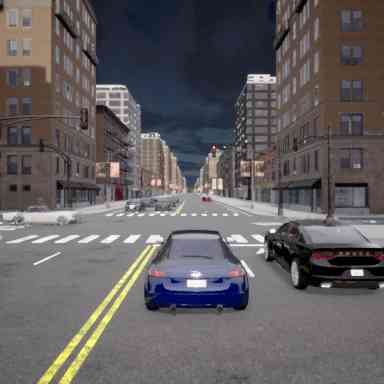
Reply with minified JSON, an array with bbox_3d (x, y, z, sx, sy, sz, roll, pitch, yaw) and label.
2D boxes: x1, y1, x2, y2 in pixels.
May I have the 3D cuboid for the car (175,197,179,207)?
[{"bbox_3d":[-3.402,1.495,49.785,1.837,1.490,4.892,0,0,0],"label":"car"}]

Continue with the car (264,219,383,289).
[{"bbox_3d":[3.327,1.477,9.179,1.882,1.535,5.008,0,0,0],"label":"car"}]

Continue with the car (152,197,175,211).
[{"bbox_3d":[-3.396,1.499,40.476,1.837,1.490,4.892,0,0,0],"label":"car"}]

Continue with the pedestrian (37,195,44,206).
[{"bbox_3d":[-14.180,1.166,31.106,0.375,1.860,0.375,0,0,0],"label":"pedestrian"}]

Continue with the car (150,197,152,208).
[{"bbox_3d":[-6.655,1.495,48.469,1.837,1.490,4.892,0,0,0],"label":"car"}]

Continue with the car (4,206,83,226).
[{"bbox_3d":[-10.047,1.595,22.759,4.718,1.301,1.895,0,0,0],"label":"car"}]

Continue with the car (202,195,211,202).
[{"bbox_3d":[3.170,1.457,73.937,1.882,1.535,5.008,0,0,0],"label":"car"}]

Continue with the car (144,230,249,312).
[{"bbox_3d":[0.079,1.563,7.800,1.994,1.385,4.181,0,0,0],"label":"car"}]

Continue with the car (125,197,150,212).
[{"bbox_3d":[-6.644,1.486,39.223,2.128,1.511,4.902,0,0,0],"label":"car"}]

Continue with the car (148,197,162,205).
[{"bbox_3d":[-6.644,1.586,59.800,1.895,1.301,4.718,0,0,0],"label":"car"}]
